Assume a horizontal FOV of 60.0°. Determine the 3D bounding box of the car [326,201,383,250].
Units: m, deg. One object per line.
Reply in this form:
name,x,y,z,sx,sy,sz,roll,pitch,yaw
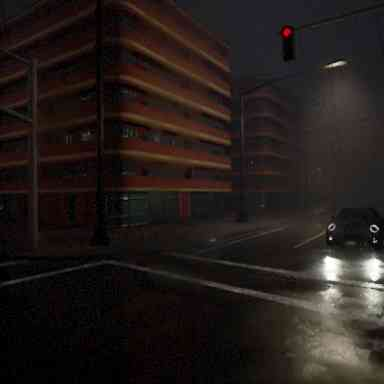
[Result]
car,7.559,1.467,15.166,2.097,1.767,4.553,-1,-1,33
